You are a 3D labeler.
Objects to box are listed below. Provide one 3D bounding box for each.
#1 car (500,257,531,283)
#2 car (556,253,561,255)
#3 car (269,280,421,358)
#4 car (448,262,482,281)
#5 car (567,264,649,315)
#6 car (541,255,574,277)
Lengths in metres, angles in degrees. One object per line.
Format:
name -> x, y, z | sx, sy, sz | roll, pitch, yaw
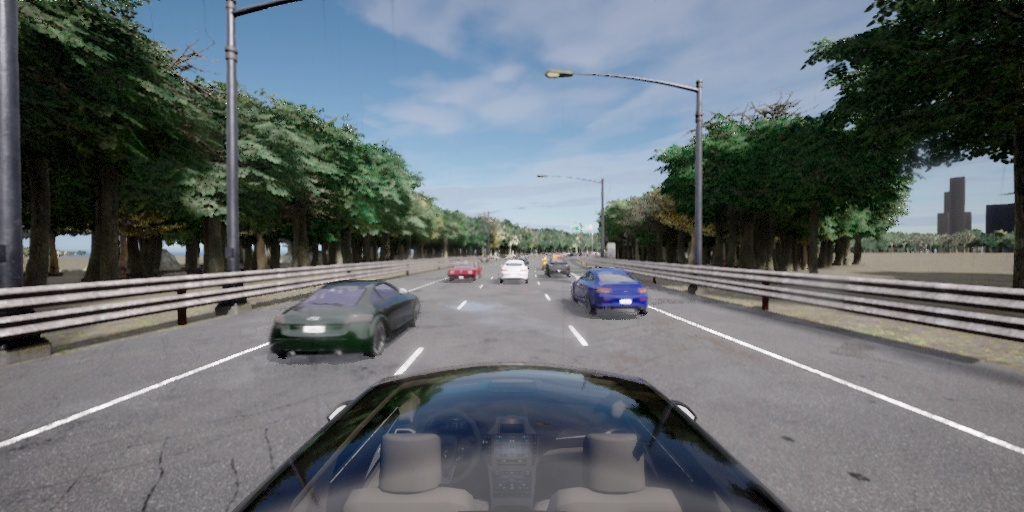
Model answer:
car -> 0.183, 1.037, 24.808 | 1.812, 1.442, 4.674 | 0, 0, 2
car -> 4.591, 0.789, 43.047 | 1.882, 1.535, 5.008 | 0, 1, 5
car -> -3.513, 1.249, 8.341 | 1.994, 1.385, 4.181 | 0, 1, 0
car -> -3.284, 1.101, 26.084 | 1.895, 1.301, 4.718 | 0, 1, 2
car -> 3.358, 1.160, 12.855 | 1.812, 1.442, 4.674 | 0, 1, 0
car -> 3.784, 0.942, 30.235 | 2.128, 1.511, 4.902 | 0, 1, 3
